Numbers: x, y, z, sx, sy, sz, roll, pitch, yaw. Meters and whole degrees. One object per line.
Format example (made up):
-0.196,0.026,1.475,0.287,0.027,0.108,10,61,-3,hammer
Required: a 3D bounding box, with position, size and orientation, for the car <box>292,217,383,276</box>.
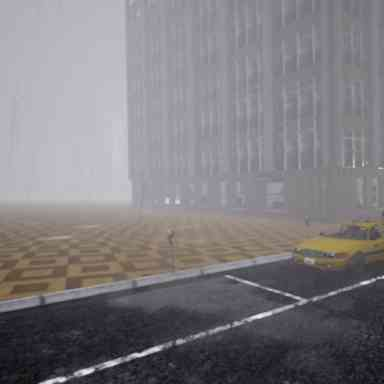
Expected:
5.045,1.487,10.156,4.829,1.417,1.752,0,-1,-35,car
